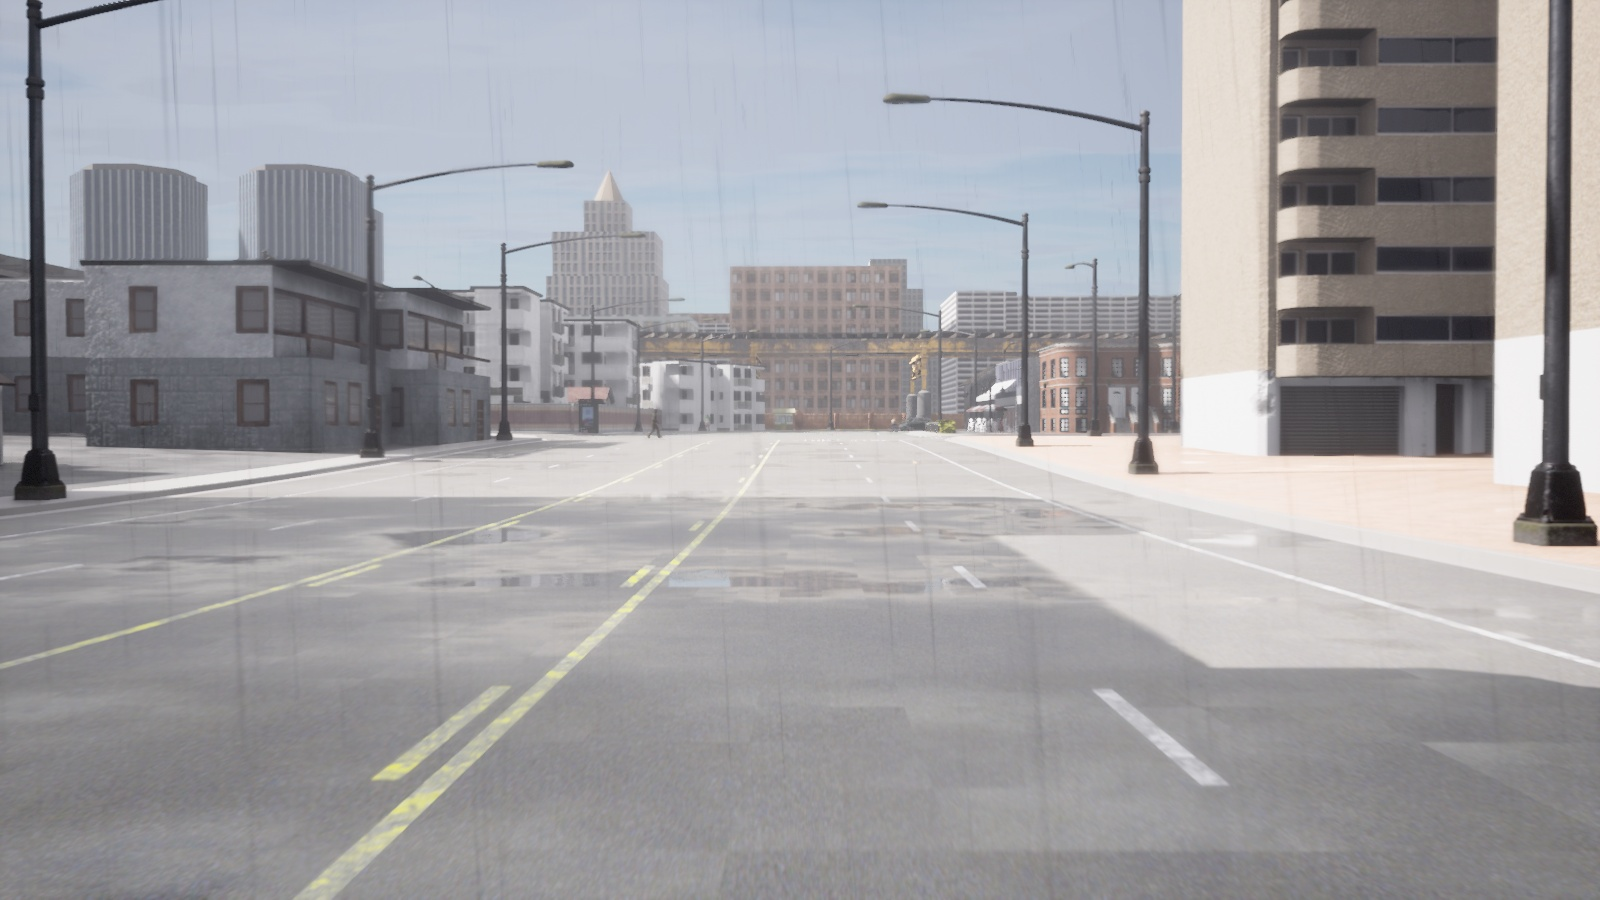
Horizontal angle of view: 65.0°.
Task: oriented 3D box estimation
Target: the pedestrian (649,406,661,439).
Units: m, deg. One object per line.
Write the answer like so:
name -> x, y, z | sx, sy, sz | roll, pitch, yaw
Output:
pedestrian -> -8.520, -1.617, 73.899 | 0.692, 1.930, 0.395 | 0, 1, -3
